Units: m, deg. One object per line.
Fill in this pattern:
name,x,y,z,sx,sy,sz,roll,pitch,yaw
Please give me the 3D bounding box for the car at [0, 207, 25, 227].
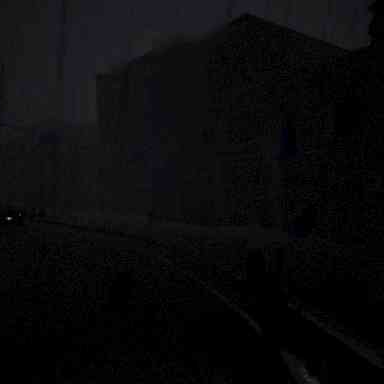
car,-13.455,1.760,23.638,1.994,1.385,4.181,-3,1,-42
